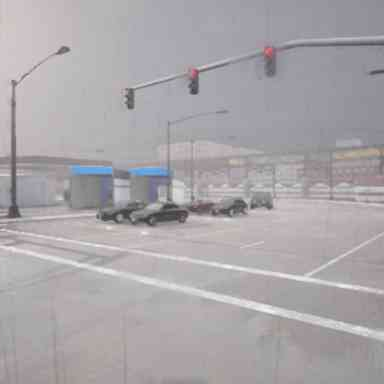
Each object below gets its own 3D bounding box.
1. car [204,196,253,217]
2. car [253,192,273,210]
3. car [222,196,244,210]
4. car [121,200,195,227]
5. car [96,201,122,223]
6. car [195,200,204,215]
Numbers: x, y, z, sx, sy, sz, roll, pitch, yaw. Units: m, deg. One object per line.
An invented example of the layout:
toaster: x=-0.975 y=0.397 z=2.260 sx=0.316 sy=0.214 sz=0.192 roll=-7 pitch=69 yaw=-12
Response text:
car: x=3.329 y=1.326 z=29.336 sx=1.837 sy=1.490 sz=4.892 roll=0 pitch=0 yaw=33
car: x=8.158 y=0.981 z=38.854 sx=2.150 sy=2.045 sz=5.566 roll=0 pitch=0 yaw=18
car: x=5.120 y=1.256 z=40.804 sx=1.837 sy=1.490 sz=4.892 roll=0 pitch=0 yaw=18
car: x=-2.109 y=1.394 z=22.069 sx=1.812 sy=1.442 sz=4.674 roll=0 pitch=0 yaw=39
car: x=-4.723 y=1.362 z=24.405 sx=1.837 sy=1.490 sz=4.892 roll=0 pitch=0 yaw=38
car: x=0.821 y=1.409 z=31.790 sx=1.895 sy=1.301 sz=4.718 roll=0 pitch=0 yaw=32
